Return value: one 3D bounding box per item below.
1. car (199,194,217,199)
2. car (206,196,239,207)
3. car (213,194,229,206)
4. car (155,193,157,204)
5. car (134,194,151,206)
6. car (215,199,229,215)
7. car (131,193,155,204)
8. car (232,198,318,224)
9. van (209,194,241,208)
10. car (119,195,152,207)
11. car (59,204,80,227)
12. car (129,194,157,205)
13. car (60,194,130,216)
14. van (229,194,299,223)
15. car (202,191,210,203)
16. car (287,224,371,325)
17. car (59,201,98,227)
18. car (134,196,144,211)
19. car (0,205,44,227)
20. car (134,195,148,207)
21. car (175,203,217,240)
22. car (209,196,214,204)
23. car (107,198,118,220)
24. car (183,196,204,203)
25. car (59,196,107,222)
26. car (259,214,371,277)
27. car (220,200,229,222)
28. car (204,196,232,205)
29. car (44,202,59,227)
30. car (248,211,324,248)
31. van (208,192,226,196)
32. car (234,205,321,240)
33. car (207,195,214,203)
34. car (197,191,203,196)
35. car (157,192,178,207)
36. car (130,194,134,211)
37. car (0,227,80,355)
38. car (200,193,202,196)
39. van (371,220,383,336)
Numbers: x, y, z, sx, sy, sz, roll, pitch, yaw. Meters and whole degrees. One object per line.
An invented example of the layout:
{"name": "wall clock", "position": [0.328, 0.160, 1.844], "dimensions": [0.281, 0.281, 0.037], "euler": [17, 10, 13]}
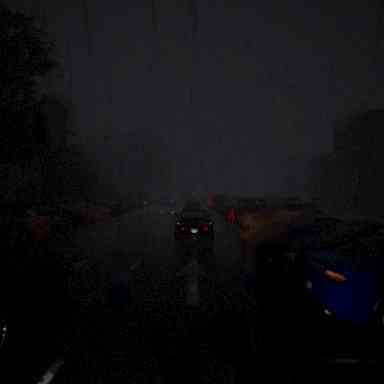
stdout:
{"name": "car", "position": [4.355, 1.216, 90.345], "dimensions": [4.674, 1.452, 2.002], "euler": [0, 0, 0]}
{"name": "car", "position": [4.547, 1.446, 50.410], "dimensions": [4.892, 1.521, 2.231], "euler": [0, 0, 0]}
{"name": "car", "position": [4.571, 1.349, 30.926], "dimensions": [4.553, 1.767, 2.185], "euler": [0, 0, 0]}
{"name": "car", "position": [-8.571, 1.310, 55.850], "dimensions": [4.553, 1.767, 2.185], "euler": [0, 0, 0]}
{"name": "car", "position": [-8.725, 1.451, 44.711], "dimensions": [5.366, 1.575, 1.946], "euler": [0, 0, 0]}
{"name": "car", "position": [4.537, 1.517, 28.143], "dimensions": [4.674, 1.452, 2.002], "euler": [0, 0, 0]}
{"name": "car", "position": [-8.568, 1.198, 47.496], "dimensions": [5.566, 2.045, 2.435], "euler": [0, 0, 0]}
{"name": "car", "position": [4.571, 1.358, 17.010], "dimensions": [4.553, 1.767, 2.185], "euler": [0, 0, 0]}
{"name": "van", "position": [4.657, 1.224, 47.502], "dimensions": [4.442, 1.987, 1.878], "euler": [0, 0, 0]}
{"name": "car", "position": [-8.508, 1.319, 50.405], "dimensions": [4.553, 1.767, 2.185], "euler": [0, 0, 0]}
{"name": "car", "position": [-8.543, 1.524, 16.986], "dimensions": [4.674, 1.452, 2.002], "euler": [0, 0, 0]}
{"name": "car", "position": [-8.571, 1.305, 58.635], "dimensions": [4.553, 1.767, 2.185], "euler": [0, 0, 0]}
{"name": "car", "position": [-8.512, 1.226, 28.127], "dimensions": [5.566, 2.045, 2.435], "euler": [0, 0, 0]}
{"name": "van", "position": [4.657, 1.257, 19.730], "dimensions": [4.442, 1.987, 1.878], "euler": [0, 0, 0]}
{"name": "car", "position": [4.569, 1.203, 44.843], "dimensions": [5.566, 2.045, 2.435], "euler": [0, 0, 0]}
{"name": "car", "position": [4.535, 1.483, 5.876], "dimensions": [5.008, 1.535, 2.097], "euler": [0, 0, 0]}
{"name": "car", "position": [-8.534, 1.483, 19.771], "dimensions": [5.008, 1.535, 2.097], "euler": [0, 0, 0]}
{"name": "car", "position": [-8.510, 1.493, 39.265], "dimensions": [4.792, 1.488, 2.163], "euler": [0, 0, 0]}
{"name": "car", "position": [-8.512, 1.233, 11.417], "dimensions": [5.566, 2.045, 2.435], "euler": [0, 0, 0]}
{"name": "car", "position": [-8.545, 1.459, 42.052], "dimensions": [5.008, 1.535, 2.097], "euler": [0, 0, 0]}
{"name": "car", "position": [0.100, 1.529, 16.961], "dimensions": [1.812, 1.442, 4.674], "euler": [0, 0, 0]}
{"name": "car", "position": [4.534, 1.472, 33.711], "dimensions": [4.892, 1.521, 2.231], "euler": [0, 0, 0]}
{"name": "car", "position": [-8.544, 1.479, 25.340], "dimensions": [5.008, 1.535, 2.097], "euler": [0, 0, 0]}
{"name": "car", "position": [0.100, 1.489, 38.389], "dimensions": [1.837, 1.490, 4.892], "euler": [0, 0, 0]}
{"name": "car", "position": [-8.508, 1.356, 22.555], "dimensions": [4.553, 1.767, 2.185], "euler": [0, 0, 0]}
{"name": "car", "position": [4.545, 1.484, 8.659], "dimensions": [5.008, 1.535, 2.097], "euler": [0, 0, 0]}
{"name": "car", "position": [4.569, 1.511, 22.577], "dimensions": [4.792, 1.488, 2.163], "euler": [0, 0, 0]}
{"name": "car", "position": [4.511, 1.460, 58.760], "dimensions": [4.792, 1.488, 2.163], "euler": [0, 0, 0]}
{"name": "car", "position": [-8.509, 1.359, 14.201], "dimensions": [4.553, 1.767, 2.185], "euler": [0, 0, 0]}
{"name": "car", "position": [4.537, 1.525, 11.443], "dimensions": [4.674, 1.452, 2.002], "euler": [0, 0, 0]}
{"name": "van", "position": [4.657, 1.233, 42.060], "dimensions": [4.442, 1.987, 1.878], "euler": [0, 0, 0]}
{"name": "car", "position": [4.725, 1.481, 14.226], "dimensions": [5.366, 1.575, 1.946], "euler": [0, 0, 0]}
{"name": "car", "position": [4.547, 1.464, 39.277], "dimensions": [4.892, 1.521, 2.231], "euler": [0, 0, 0]}
{"name": "car", "position": [4.321, 1.216, 87.518], "dimensions": [4.792, 1.488, 2.163], "euler": [0, 0, 0]}
{"name": "car", "position": [-3.574, 1.318, 49.394], "dimensions": [2.097, 1.767, 4.553], "euler": [0, 0, 0]}
{"name": "car", "position": [-8.571, 1.345, 33.696], "dimensions": [4.553, 1.767, 2.185], "euler": [0, 0, 0]}
{"name": "car", "position": [-3.600, 1.567, 5.709], "dimensions": [1.994, 1.385, 4.181], "euler": [0, 0, 0]}
{"name": "car", "position": [4.726, 1.423, 61.543], "dimensions": [5.366, 1.575, 1.946], "euler": [0, 0, 0]}
{"name": "van", "position": [4.423, 1.256, 3.093], "dimensions": [4.442, 1.987, 1.878], "euler": [0, 0, 0]}
